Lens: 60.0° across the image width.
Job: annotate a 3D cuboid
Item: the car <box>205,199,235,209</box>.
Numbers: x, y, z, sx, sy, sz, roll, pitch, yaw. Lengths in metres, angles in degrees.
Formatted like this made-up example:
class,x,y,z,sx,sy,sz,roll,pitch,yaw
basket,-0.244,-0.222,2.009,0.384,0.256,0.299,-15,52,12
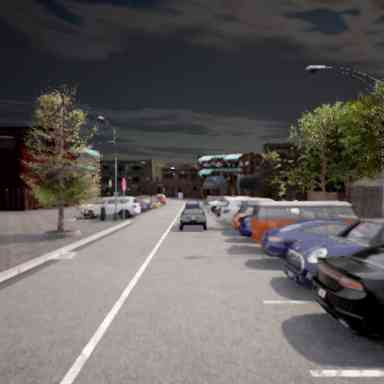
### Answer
class,x,y,z,sx,sy,sz,roll,pitch,yaw
car,4.596,1.972,55.726,4.892,1.521,2.231,0,0,0

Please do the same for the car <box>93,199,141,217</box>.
class,x,y,z,sx,sy,sz,roll,pitch,yaw
car,-7.686,1.658,34.437,4.553,1.767,2.185,0,-1,0

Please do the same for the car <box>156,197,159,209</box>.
class,x,y,z,sx,sy,sz,roll,pitch,yaw
car,-7.739,1.914,49.127,4.892,1.521,2.231,0,-1,0

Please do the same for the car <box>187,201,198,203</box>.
class,x,y,z,sx,sy,sz,roll,pitch,yaw
car,0.054,1.852,42.421,1.882,1.535,5.008,0,-1,0

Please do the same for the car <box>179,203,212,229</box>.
class,x,y,z,sx,sy,sz,roll,pitch,yaw
car,0.076,1.756,23.537,2.033,1.411,5.357,0,0,0

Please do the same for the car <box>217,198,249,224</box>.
class,x,y,z,sx,sy,sz,roll,pitch,yaw
car,4.652,1.600,27.794,4.553,1.767,2.185,0,-1,0

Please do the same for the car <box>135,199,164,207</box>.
class,x,y,z,sx,sy,sz,roll,pitch,yaw
car,-7.751,1.989,60.901,5.008,1.535,2.097,0,0,0

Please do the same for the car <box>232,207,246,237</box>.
class,x,y,z,sx,sy,sz,roll,pitch,yaw
car,4.660,1.657,16.621,4.792,1.488,2.163,0,-1,0

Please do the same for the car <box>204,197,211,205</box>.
class,x,y,z,sx,sy,sz,roll,pitch,yaw
car,4.589,1.924,50.266,4.892,1.521,2.231,0,0,0

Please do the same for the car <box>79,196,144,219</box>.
class,x,y,z,sx,sy,sz,roll,pitch,yaw
car,-7.742,1.508,31.626,5.566,2.045,2.435,0,0,0

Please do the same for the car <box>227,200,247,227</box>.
class,x,y,z,sx,sy,sz,roll,pitch,yaw
car,4.598,1.526,19.414,4.553,1.767,2.185,0,-1,0

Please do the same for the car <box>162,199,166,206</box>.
class,x,y,z,sx,sy,sz,roll,pitch,yaw
car,-7.554,1.963,55.129,5.366,1.575,1.946,0,-1,0

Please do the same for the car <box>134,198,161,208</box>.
class,x,y,z,sx,sy,sz,roll,pitch,yaw
car,-7.712,1.862,58.072,4.553,1.767,2.185,0,0,0

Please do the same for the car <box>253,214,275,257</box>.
class,x,y,z,sx,sy,sz,roll,pitch,yaw
car,4.636,1.618,11.032,4.674,1.452,2.002,0,-1,0

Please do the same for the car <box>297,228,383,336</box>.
class,x,y,z,sx,sy,sz,roll,pitch,yaw
car,4.639,1.530,5.570,5.008,1.535,2.097,0,-1,0

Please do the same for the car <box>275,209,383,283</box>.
class,x,y,z,sx,sy,sz,roll,pitch,yaw
car,4.672,1.428,8.241,4.553,1.767,2.185,0,0,0

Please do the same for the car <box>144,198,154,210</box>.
class,x,y,z,sx,sy,sz,roll,pitch,yaw
car,-7.756,1.892,43.376,4.792,1.488,2.163,0,-1,0

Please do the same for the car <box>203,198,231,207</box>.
class,x,y,z,sx,sy,sz,roll,pitch,yaw
car,4.577,1.988,61.329,4.892,1.521,2.231,0,1,0

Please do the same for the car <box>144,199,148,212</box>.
class,x,y,z,sx,sy,sz,roll,pitch,yaw
car,-7.717,1.850,37.374,4.674,1.452,2.002,0,-1,0

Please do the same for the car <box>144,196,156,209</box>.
class,x,y,z,sx,sy,sz,roll,pitch,yaw
car,-7.761,1.763,46.315,4.553,1.767,2.185,0,-1,0

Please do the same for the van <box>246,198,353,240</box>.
class,x,y,z,sx,sy,sz,roll,pitch,yaw
van,4.752,1.377,13.828,4.442,1.987,1.878,0,-1,0

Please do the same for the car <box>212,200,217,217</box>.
class,x,y,z,sx,sy,sz,roll,pitch,yaw
car,4.587,1.780,30.588,4.792,1.488,2.163,0,-1,0

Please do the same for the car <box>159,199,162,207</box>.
class,x,y,z,sx,sy,sz,roll,pitch,yaw
car,-7.921,1.937,52.189,5.366,1.575,1.946,0,0,0

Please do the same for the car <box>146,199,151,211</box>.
class,x,y,z,sx,sy,sz,roll,pitch,yaw
car,-7.721,1.877,40.437,4.674,1.452,2.002,0,-1,0

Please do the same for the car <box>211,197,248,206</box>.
class,x,y,z,sx,sy,sz,roll,pitch,yaw
car,4.642,1.675,36.300,4.553,1.767,2.185,0,-1,0

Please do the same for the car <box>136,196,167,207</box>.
class,x,y,z,sx,sy,sz,roll,pitch,yaw
car,-7.721,1.716,63.845,5.566,2.045,2.435,0,0,0
